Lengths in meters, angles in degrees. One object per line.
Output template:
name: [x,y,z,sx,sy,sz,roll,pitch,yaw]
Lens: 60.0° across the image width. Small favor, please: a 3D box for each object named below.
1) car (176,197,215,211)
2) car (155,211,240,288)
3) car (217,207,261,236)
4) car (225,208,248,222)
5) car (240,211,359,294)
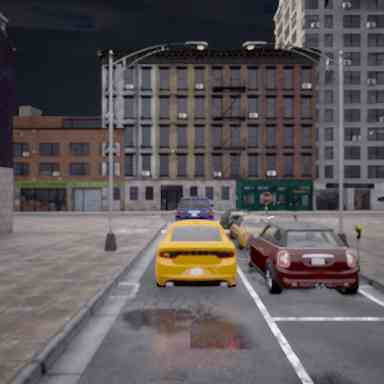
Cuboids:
car: [0.194,1.322,20.371,2.150,2.045,5.566,0,0,2]
car: [0.104,1.524,9.428,1.882,1.535,5.008,0,0,0]
car: [2.646,1.649,19.842,2.008,1.369,4.403,0,0,0]
car: [2.643,1.597,14.536,1.752,1.417,4.829,0,0,0]
car: [2.640,1.484,8.891,1.967,1.590,4.097,0,0,0]
